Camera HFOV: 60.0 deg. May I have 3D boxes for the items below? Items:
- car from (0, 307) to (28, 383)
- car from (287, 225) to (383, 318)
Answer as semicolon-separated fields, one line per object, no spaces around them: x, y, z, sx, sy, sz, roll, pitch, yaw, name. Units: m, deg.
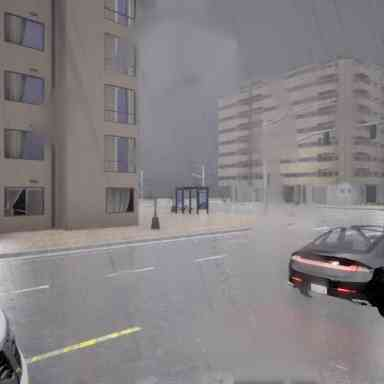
-3.755;1.221;1.367;5.566;2.045;2.150;0;0;-32;car
4.120;1.491;7.380;4.902;1.511;2.128;0;0;-39;car
